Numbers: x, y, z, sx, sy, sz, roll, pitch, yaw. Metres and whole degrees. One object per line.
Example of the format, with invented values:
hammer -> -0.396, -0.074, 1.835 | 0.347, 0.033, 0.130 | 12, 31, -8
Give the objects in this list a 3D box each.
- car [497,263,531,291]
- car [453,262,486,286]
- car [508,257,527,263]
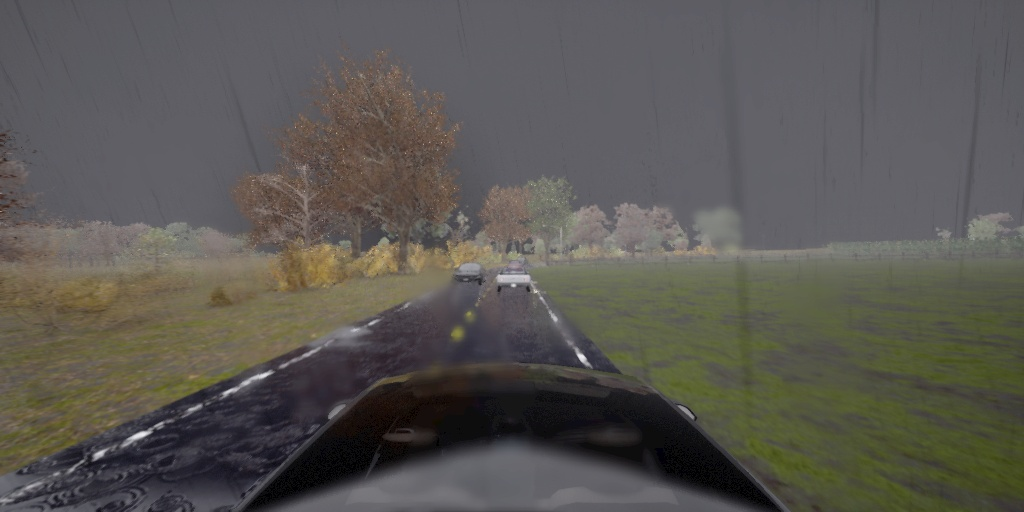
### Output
car -> 0.093, 1.315, 21.719 | 1.895, 1.301, 4.718 | 0, 0, 0
car -> -2.852, 1.182, 24.862 | 1.882, 1.535, 5.008 | 0, 0, 0
car -> 0.432, 1.196, 44.344 | 1.994, 1.385, 4.181 | 0, 0, 3
